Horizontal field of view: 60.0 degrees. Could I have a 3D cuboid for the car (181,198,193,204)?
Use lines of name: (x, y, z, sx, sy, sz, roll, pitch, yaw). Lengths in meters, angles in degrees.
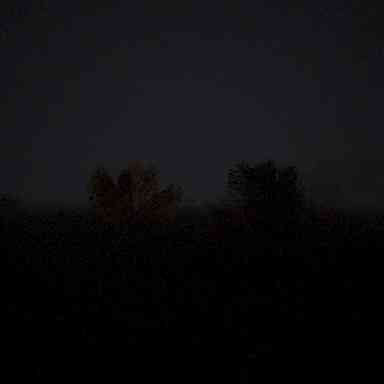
car: (-1.031, 1.911, 73.226, 1.994, 1.385, 4.181, -1, -1, 36)
